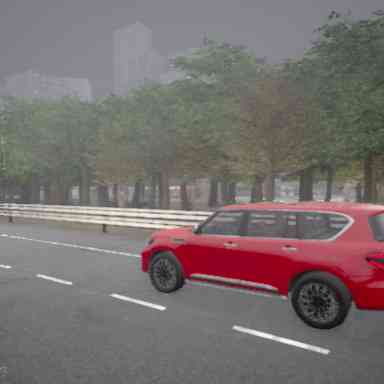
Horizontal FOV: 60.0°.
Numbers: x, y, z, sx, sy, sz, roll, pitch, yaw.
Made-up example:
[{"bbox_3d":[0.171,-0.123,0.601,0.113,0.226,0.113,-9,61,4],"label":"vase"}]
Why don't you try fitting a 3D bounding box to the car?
[{"bbox_3d":[1.419,1.223,7.159,5.566,2.045,2.150,0,0,36],"label":"car"}]
